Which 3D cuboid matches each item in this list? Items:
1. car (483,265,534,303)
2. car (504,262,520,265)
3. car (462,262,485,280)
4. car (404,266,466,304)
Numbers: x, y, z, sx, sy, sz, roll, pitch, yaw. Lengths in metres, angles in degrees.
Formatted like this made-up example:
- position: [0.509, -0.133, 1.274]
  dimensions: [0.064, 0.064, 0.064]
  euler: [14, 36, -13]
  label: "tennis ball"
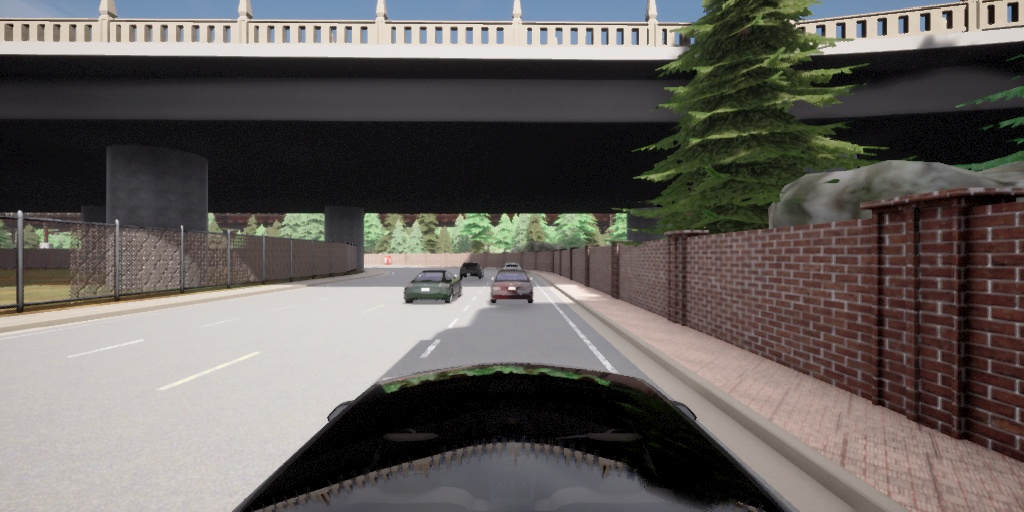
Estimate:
- position: [0.000, 1.313, 16.500]
  dimensions: [2.033, 1.411, 5.357]
  euler: [0, 0, 0]
  label: "car"
- position: [0.000, 1.283, 31.500]
  dimensions: [1.812, 1.442, 4.674]
  euler: [0, 0, 0]
  label: "car"
- position: [-3.500, 1.266, 31.500]
  dimensions: [1.837, 1.490, 4.892]
  euler: [0, 0, 0]
  label: "car"
- position: [-3.500, 1.322, 16.500]
  dimensions: [1.994, 1.385, 4.181]
  euler: [0, 0, 0]
  label: "car"
